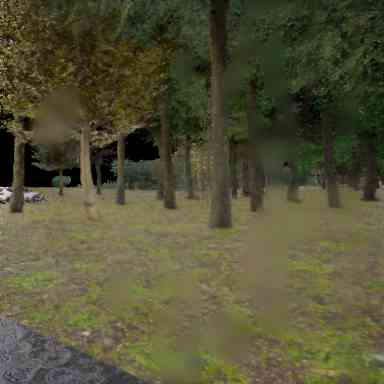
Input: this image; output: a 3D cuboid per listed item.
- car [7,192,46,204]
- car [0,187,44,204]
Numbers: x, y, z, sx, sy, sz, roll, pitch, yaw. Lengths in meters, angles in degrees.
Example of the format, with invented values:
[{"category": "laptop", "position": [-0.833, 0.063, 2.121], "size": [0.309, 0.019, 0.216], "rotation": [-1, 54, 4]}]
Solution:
[{"category": "car", "position": [-25.318, 0.881, 51.017], "size": [1.837, 1.490, 4.892], "rotation": [-2, 2, 34]}, {"category": "car", "position": [-22.359, 0.403, 42.988], "size": [2.150, 2.045, 5.566], "rotation": [-2, 0, 35]}]
